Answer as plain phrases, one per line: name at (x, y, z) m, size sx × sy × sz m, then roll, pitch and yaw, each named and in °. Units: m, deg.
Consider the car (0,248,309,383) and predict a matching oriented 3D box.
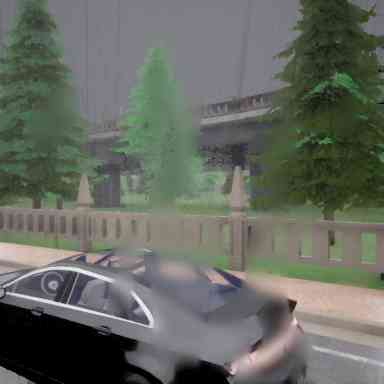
car at (-1.117, 1.492, 4.203) m, size 4.902 × 1.511 × 2.128 m, roll 0°, pitch 0°, yaw 33°
